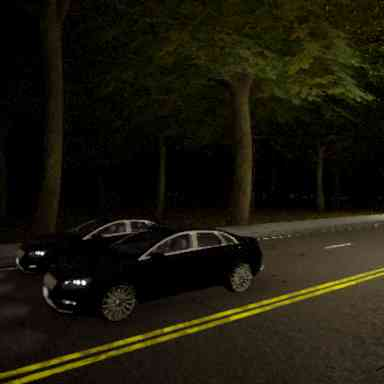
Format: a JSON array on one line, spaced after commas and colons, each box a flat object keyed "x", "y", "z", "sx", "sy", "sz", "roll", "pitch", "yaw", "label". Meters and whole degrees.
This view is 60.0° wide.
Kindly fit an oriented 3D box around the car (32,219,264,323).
[{"x": -0.570, "y": 1.493, "z": 7.271, "sx": 4.902, "sy": 1.511, "sz": 2.128, "roll": 0, "pitch": 0, "yaw": -35, "label": "car"}]

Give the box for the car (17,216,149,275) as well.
[{"x": -2.448, "y": 1.493, "z": 9.924, "sx": 4.902, "sy": 1.511, "sz": 2.128, "roll": 0, "pitch": 0, "yaw": -35, "label": "car"}]
